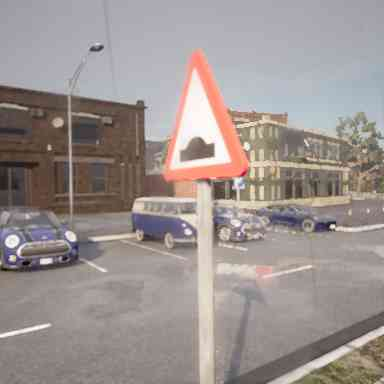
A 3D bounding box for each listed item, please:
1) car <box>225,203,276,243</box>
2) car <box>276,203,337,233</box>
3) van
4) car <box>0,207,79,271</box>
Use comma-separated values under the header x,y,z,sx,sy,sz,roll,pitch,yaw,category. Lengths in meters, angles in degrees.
x,y,z,sx,sy,sz,roll,pitch,yaw,category
1.405,1.288,15.992,2.185,1.767,4.553,-1,0,-35,car
5.867,1.383,19.098,2.163,1.488,4.792,-1,0,-35,car
-0.877,1.215,14.182,1.878,1.987,4.442,0,0,-35,van
-5.389,1.349,11.148,2.185,1.767,4.553,0,0,-35,car
